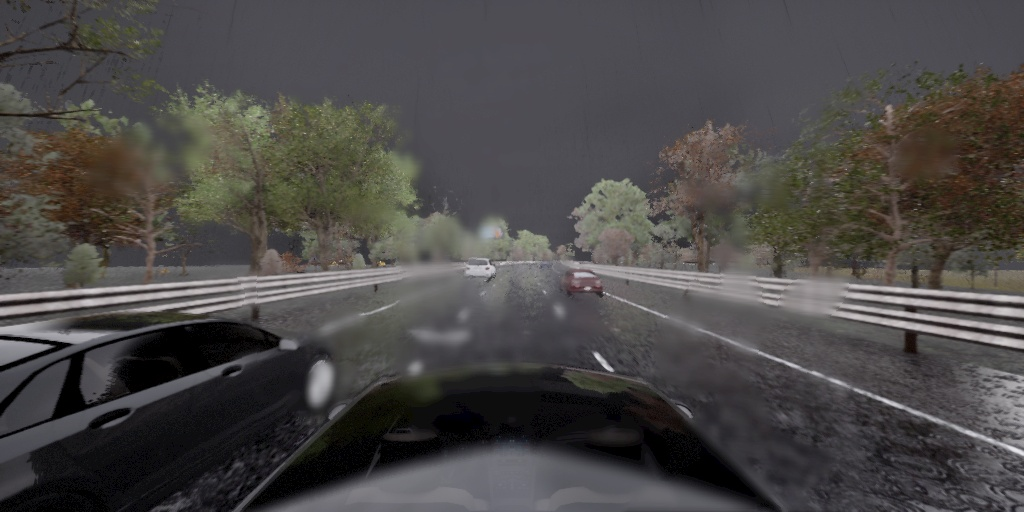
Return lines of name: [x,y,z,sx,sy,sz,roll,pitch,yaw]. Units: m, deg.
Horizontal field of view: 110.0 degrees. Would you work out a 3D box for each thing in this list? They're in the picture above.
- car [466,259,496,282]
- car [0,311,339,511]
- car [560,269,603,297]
car: [-2.793,1.258,33.054,2.150,2.045,5.566,0,0,2]
car: [-3.416,1.264,3.234,1.837,1.490,4.892,0,0,0]
car: [3.812,1.448,20.005,1.812,1.442,4.674,0,0,1]
